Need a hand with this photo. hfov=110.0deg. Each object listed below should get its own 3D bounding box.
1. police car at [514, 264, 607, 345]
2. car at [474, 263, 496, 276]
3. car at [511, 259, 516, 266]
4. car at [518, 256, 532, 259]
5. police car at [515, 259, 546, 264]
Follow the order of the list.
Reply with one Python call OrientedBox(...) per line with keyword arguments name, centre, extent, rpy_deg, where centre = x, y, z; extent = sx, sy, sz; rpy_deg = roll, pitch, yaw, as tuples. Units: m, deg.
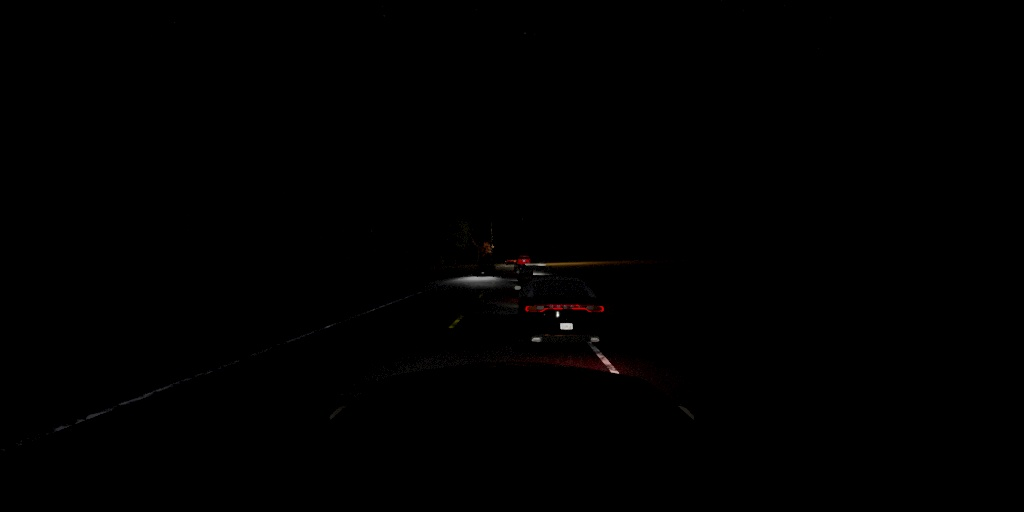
OrientedBox(name="police car", centre=(1.099, 1.175, 9.623), extent=(1.930, 1.638, 5.238), rpy_deg=(0, 0, 1))
OrientedBox(name="car", centre=(-2.764, 1.348, 37.356), extent=(1.895, 1.301, 4.718), rpy_deg=(0, 0, 3))
OrientedBox(name="car", centre=(1.308, 1.344, 46.810), extent=(1.895, 1.301, 4.718), rpy_deg=(0, 0, 4))
OrientedBox(name="car", centre=(2.099, 0.956, 59.935), extent=(2.150, 2.045, 5.566), rpy_deg=(0, 0, 4))
OrientedBox(name="police car", centre=(1.272, 1.175, 19.588), extent=(1.930, 1.638, 5.238), rpy_deg=(0, 0, 1))
